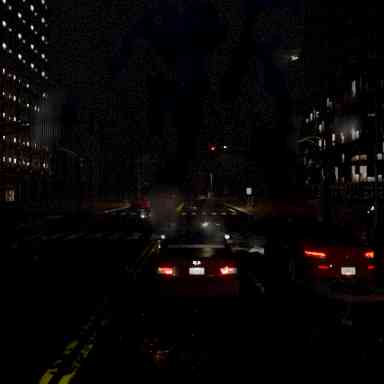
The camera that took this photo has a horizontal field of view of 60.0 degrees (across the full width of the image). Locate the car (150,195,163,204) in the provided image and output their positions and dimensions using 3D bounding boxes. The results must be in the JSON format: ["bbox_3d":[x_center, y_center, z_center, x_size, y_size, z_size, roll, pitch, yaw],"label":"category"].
[{"bbox_3d":[-6.664,1.429,62.483,1.837,1.490,4.892,0,0,0],"label":"car"}]

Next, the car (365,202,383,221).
[{"bbox_3d":[16.990,1.280,26.660,5.566,2.045,2.150,0,0,3],"label":"car"}]

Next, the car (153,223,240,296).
[{"bbox_3d":[0.089,1.544,8.824,2.033,1.411,5.357,0,0,0],"label":"car"}]

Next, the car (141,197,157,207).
[{"bbox_3d":[-6.662,1.472,52.119,1.812,1.442,4.674,0,0,0],"label":"car"}]

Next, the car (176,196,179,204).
[{"bbox_3d":[-3.405,1.456,49.468,1.837,1.490,4.892,0,0,0],"label":"car"}]

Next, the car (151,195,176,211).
[{"bbox_3d":[-3.396,1.320,40.576,2.097,1.767,4.553,0,0,0],"label":"car"}]

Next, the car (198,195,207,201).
[{"bbox_3d":[2.542,1.393,82.803,1.812,1.442,4.674,0,0,-4],"label":"car"}]

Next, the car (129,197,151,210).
[{"bbox_3d":[-6.651,1.443,42.198,1.882,1.535,5.008,0,0,0],"label":"car"}]

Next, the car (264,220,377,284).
[{"bbox_3d":[3.338,1.522,9.408,1.812,1.442,4.674,0,0,0],"label":"car"}]

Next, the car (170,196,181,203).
[{"bbox_3d":[-3.422,1.473,69.121,1.994,1.385,4.181,0,0,-1],"label":"car"}]
